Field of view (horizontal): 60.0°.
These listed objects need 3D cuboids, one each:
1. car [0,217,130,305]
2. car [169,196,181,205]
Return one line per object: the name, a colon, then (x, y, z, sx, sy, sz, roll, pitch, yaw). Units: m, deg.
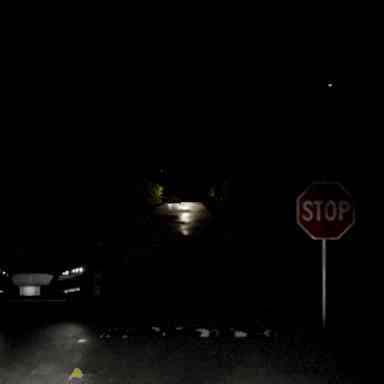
car: (-2.773, 1.402, 8.122, 2.128, 1.511, 4.902, 0, 1, 0)
car: (-2.913, 1.382, 56.278, 1.812, 1.442, 4.674, 0, 0, 0)
